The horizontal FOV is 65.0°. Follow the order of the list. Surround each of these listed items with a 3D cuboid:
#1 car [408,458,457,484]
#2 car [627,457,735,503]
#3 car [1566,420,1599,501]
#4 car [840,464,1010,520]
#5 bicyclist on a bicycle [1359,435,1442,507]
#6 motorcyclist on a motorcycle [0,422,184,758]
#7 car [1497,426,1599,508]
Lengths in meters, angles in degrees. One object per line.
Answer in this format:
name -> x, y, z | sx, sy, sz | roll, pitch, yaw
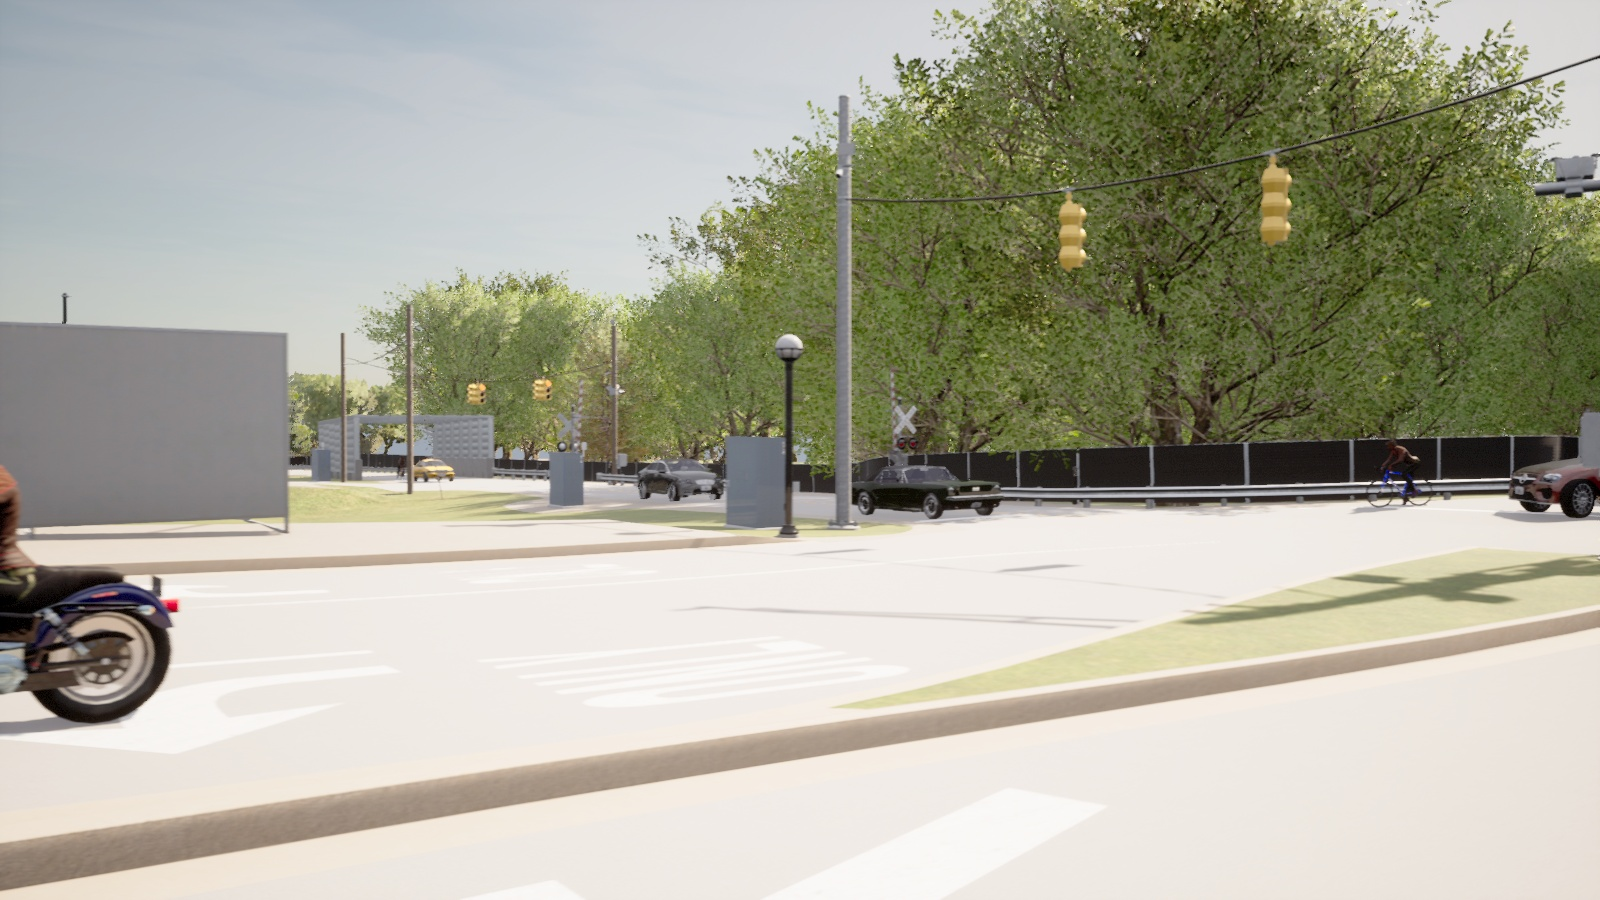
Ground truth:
car -> -23.732, 1.329, 80.857 | 1.801, 1.575, 5.366 | -1, 0, -30
car -> -4.398, 1.048, 45.650 | 2.128, 1.511, 4.902 | -2, 0, -28
car -> 20.726, 0.220, 29.966 | 3.866, 1.878, 1.905 | -1, 1, 20
car -> 3.141, 1.041, 32.600 | 1.895, 1.301, 4.718 | -2, 0, -31
bicyclist on a bicycle -> 14.325, 0.500, 29.992 | 1.656, 1.620, 0.582 | -3, 1, -3
motorcyclist on a motorcycle -> -4.437, 0.679, 6.223 | 2.350, 1.649, 0.766 | 1, 0, -40
car -> 17.774, 0.327, 26.394 | 5.027, 1.651, 2.152 | 0, 1, 7
